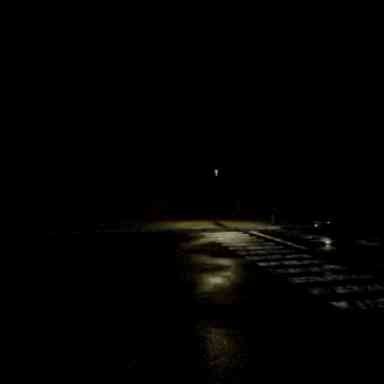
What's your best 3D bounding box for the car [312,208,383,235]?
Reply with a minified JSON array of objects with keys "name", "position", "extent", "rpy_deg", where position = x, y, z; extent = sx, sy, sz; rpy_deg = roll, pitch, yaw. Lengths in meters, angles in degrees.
[{"name":"car","position":[9.425,1.658,19.569],"extent":[4.674,1.442,1.812],"rpy_deg":[0,0,-11]}]
